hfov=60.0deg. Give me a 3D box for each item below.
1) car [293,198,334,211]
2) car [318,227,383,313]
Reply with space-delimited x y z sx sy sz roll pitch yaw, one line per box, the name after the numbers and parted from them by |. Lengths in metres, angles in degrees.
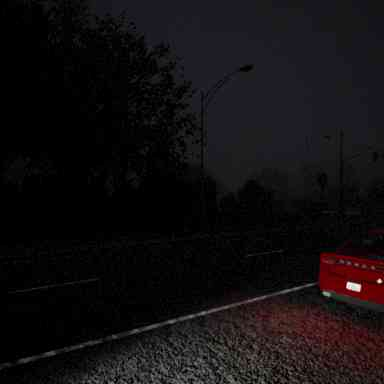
14.488 1.476 39.848 1.882 1.535 5.008 0 0 -33 | car
4.797 1.477 7.146 5.008 1.535 1.882 0 0 -35 | car
